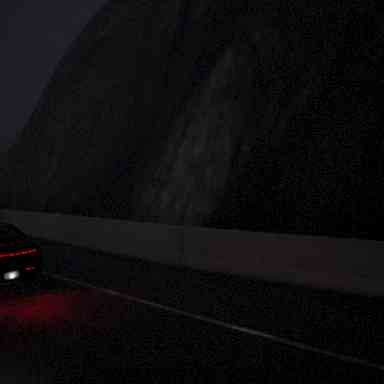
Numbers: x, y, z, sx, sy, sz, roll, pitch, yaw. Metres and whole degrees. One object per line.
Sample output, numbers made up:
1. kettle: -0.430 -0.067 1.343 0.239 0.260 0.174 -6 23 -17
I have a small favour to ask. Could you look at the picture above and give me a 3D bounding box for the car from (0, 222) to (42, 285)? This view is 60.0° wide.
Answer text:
1. car: -5.685 1.506 8.541 4.892 1.490 1.837 0 0 39
